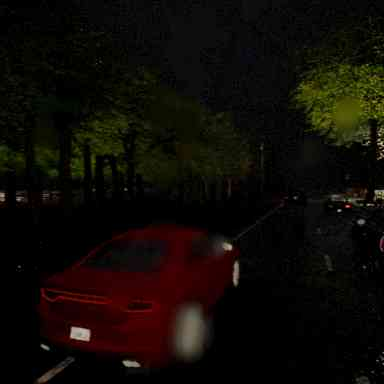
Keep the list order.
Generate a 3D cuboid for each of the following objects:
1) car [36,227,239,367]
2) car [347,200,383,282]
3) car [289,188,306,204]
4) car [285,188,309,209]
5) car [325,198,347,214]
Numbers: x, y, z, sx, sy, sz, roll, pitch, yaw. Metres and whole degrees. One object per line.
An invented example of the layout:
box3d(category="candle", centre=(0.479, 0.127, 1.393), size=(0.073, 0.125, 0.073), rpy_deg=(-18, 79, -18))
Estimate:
box3d(category="car", centre=(-0.424, 1.374, 6.005), size=(1.882, 1.535, 5.008), rpy_deg=(0, 1, 19))
box3d(category="car", centre=(5.725, 1.195, 9.030), size=(2.097, 1.767, 4.553), rpy_deg=(0, 1, 19))
box3d(category="car", centre=(14.532, 0.459, 45.560), size=(2.150, 2.045, 5.566), rpy_deg=(0, 1, 19))
box3d(category="car", centre=(11.018, 0.652, 35.126), size=(2.150, 2.045, 5.566), rpy_deg=(0, 1, 19))
box3d(category="car", centre=(12.467, 1.138, 28.564), size=(1.895, 1.301, 4.718), rpy_deg=(0, 1, 19))
